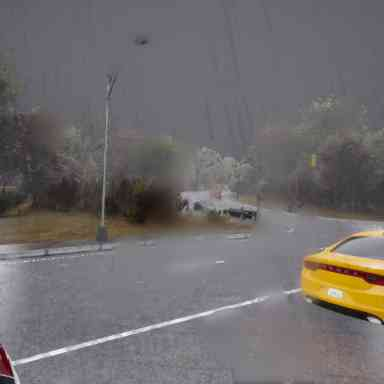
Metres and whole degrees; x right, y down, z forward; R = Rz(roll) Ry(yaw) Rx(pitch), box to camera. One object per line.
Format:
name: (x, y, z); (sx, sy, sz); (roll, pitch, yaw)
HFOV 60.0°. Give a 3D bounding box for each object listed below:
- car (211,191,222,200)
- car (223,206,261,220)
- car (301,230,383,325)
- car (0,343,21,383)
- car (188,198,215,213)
car: (5.747, 0.743, 78.981); (2.150, 2.045, 5.566); (2, 2, -1)
car: (5.122, 2.148, 34.311); (1.895, 1.301, 4.718); (3, -1, -22)
car: (4.374, 1.543, 6.873); (5.008, 1.535, 1.882); (1, -1, -35)
car: (-3.217, 1.353, 1.456); (4.553, 1.767, 2.097); (0, 0, -35)
car: (1.596, 1.915, 43.669); (2.128, 1.511, 4.902); (2, 0, -18)
